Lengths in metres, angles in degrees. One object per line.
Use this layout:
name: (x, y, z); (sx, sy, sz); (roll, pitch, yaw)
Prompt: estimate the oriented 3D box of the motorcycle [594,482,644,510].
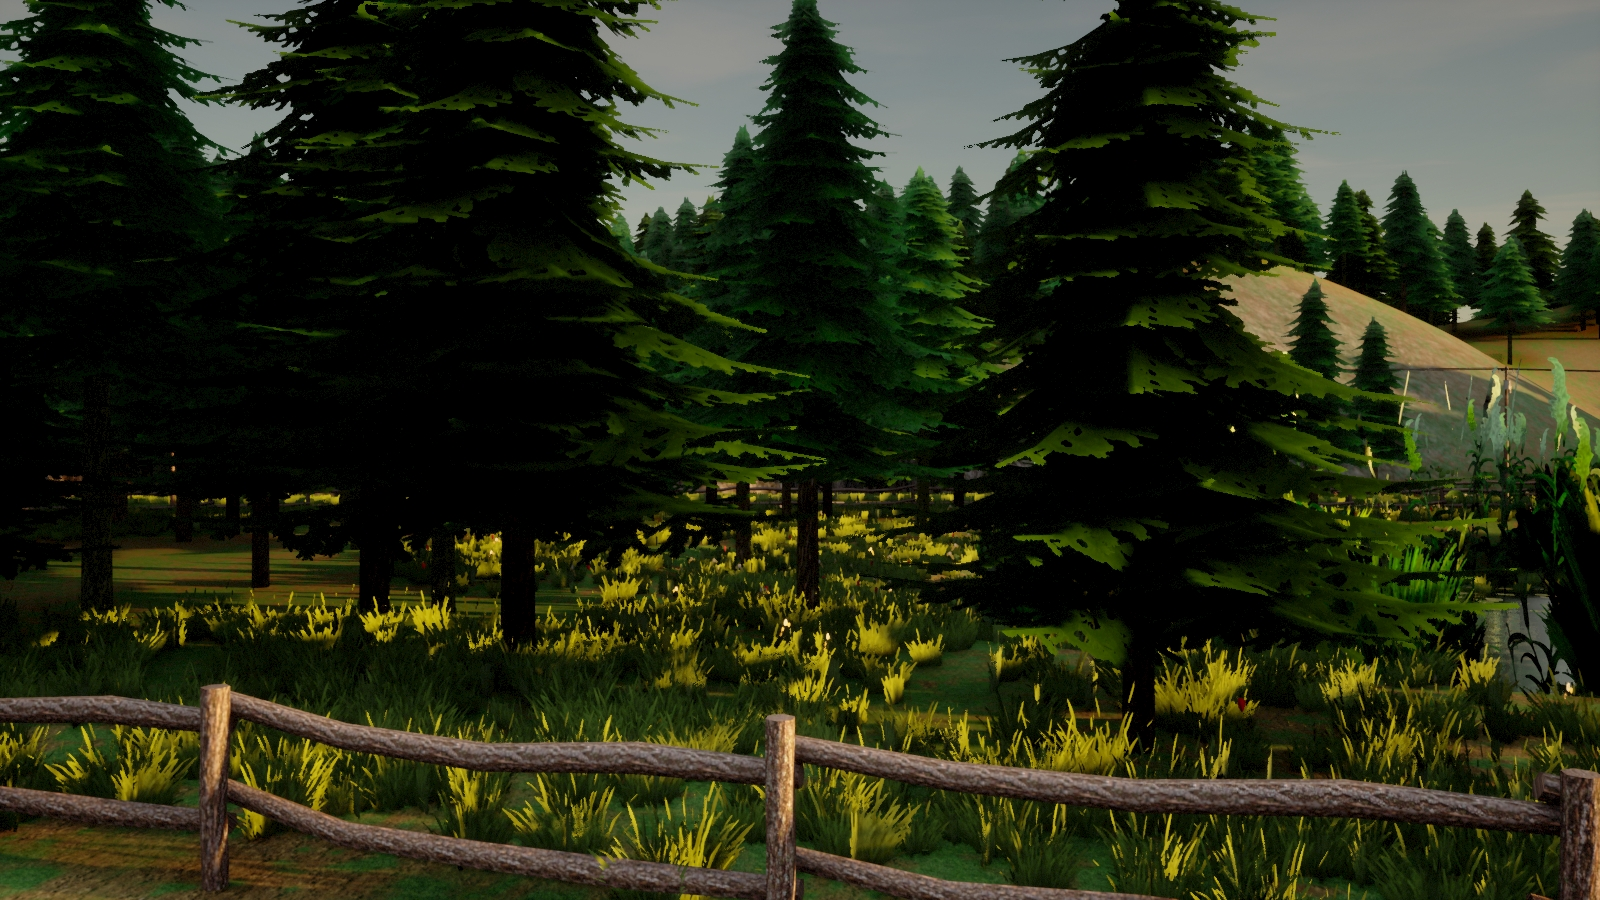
motorcycle: (-8.573, 2.178, 54.111); (2.209, 1.251, 0.867); (0, 0, 14)
